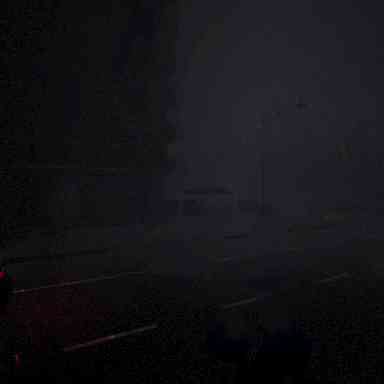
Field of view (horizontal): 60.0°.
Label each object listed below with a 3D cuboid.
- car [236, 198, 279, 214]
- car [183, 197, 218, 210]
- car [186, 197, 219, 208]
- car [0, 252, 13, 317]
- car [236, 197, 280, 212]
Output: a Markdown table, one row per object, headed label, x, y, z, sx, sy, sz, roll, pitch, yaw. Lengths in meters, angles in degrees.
| label | x | y | z | sx | sy | sz | roll | pitch | yaw |
| --- | --- | --- | --- | --- | --- | --- | --- | --- | --- |
| car | 6.707 | 1.436 | 34.307 | 2.128 | 1.511 | 4.902 | 0 | 0 | -38 |
| car | 0.984 | 1.492 | 42.249 | 2.033 | 1.411 | 5.357 | 0 | 0 | -37 |
| car | 1.416 | 1.470 | 47.001 | 1.812 | 1.442 | 4.674 | 0 | 0 | -42 |
| car | -5.279 | 1.478 | 4.500 | 5.008 | 1.535 | 1.882 | 0 | 0 | -36 |
| car | 7.650 | 1.436 | 38.947 | 2.128 | 1.511 | 4.902 | 0 | 0 | -37 |
